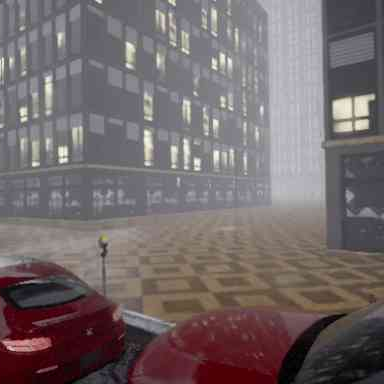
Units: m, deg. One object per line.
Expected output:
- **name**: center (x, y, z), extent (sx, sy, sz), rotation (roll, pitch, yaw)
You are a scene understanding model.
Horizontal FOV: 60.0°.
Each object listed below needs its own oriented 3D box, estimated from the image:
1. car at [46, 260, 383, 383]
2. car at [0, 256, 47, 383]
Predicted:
- **car**: center (1.796, 1.314, 1.462), extent (5.009, 1.841, 2.192), rotation (0, -1, 36)
- **car**: center (-2.738, 1.588, 4.691), extent (4.206, 1.307, 1.802), rotation (0, -1, 36)
